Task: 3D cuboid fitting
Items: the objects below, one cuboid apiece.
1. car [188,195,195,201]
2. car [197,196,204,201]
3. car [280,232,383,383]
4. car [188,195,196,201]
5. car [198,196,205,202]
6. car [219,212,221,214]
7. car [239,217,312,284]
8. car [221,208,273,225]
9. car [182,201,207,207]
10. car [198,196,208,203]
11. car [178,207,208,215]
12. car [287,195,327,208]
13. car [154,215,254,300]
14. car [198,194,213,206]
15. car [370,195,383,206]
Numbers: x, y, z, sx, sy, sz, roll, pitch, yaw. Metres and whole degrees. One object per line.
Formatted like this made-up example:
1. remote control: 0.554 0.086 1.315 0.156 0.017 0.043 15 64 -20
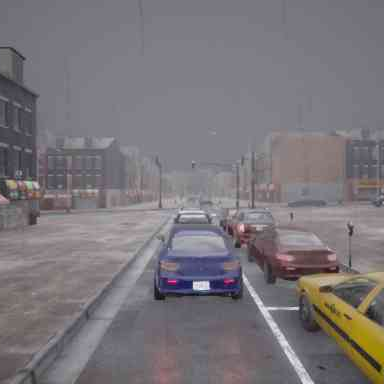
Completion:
1. car: -0.198 1.671 93.036 1.812 1.442 4.674 0 0 0
2. car: 2.426 1.856 95.551 1.752 1.417 4.829 -1 0 0
3. car: 2.627 1.525 3.992 1.752 1.417 4.829 0 0 0
4. car: -0.175 1.744 82.615 1.837 1.490 4.892 0 0 0
5. car: 2.438 1.822 90.148 1.752 1.417 4.829 -1 0 0
6. car: 2.592 1.594 20.222 1.802 1.307 4.206 0 0 0
7. car: 2.616 1.584 9.289 1.802 1.307 4.206 0 0 0
8. car: 2.603 1.446 14.756 1.967 1.590 4.097 0 0 0
9. car: -0.028 1.622 25.809 1.895 1.301 4.718 0 0 0
10. car: 2.473 1.645 73.772 1.967 1.590 4.097 -1 0 0
11. car: 0.053 1.607 15.718 1.895 1.301 4.718 0 0 0
12. car: 14.057 1.143 40.755 4.674 1.442 1.812 -1 0 1
13. car: 0.085 1.527 8.304 1.812 1.442 4.674 0 0 -2
14. car: 2.508 1.567 57.565 1.967 1.590 4.097 -1 0 0
15. car: 24.477 0.853 40.800 4.892 1.490 1.837 -1 0 0
